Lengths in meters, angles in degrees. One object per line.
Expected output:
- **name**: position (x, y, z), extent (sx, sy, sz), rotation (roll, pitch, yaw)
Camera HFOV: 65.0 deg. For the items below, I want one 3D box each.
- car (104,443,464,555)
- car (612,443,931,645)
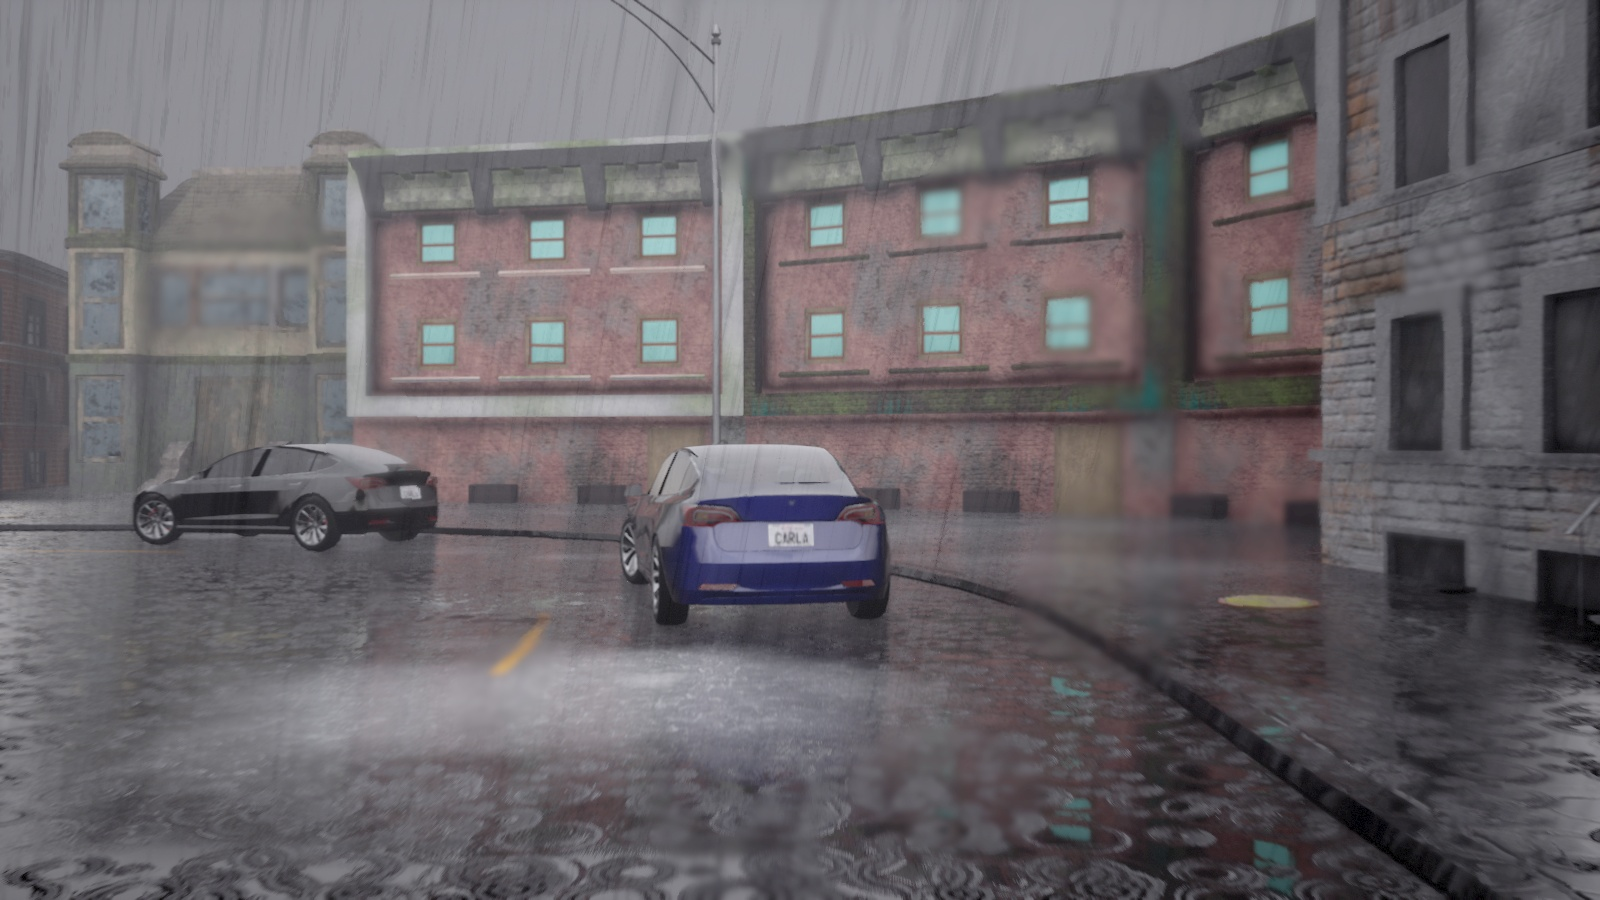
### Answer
- **car**: position (-7.632, 0.637, 18.597), extent (4.792, 1.488, 2.163), rotation (0, 0, 23)
- **car**: position (-0.538, 0.681, 11.813), extent (2.163, 1.488, 4.792), rotation (0, 0, -12)
